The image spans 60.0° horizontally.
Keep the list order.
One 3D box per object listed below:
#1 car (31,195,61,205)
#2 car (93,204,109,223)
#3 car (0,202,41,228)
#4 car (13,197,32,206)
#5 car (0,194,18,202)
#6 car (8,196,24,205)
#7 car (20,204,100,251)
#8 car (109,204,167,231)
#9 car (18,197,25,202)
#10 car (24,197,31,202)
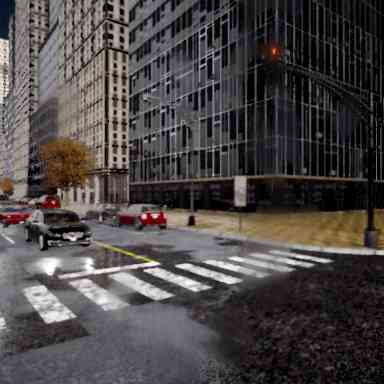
[{"bbox_3d":[-16.852,1.291,39.020,2.192,1.841,5.009,1,0,-36],"label":"car"},{"bbox_3d":[-6.668,1.559,25.379,2.008,1.369,4.403,1,0,-36],"label":"car"},{"bbox_3d":[-11.877,1.585,22.510,1.895,1.301,4.718,0,0,-36],"label":"car"},{"bbox_3d":[-26.961,1.485,52.717,2.008,1.369,4.403,1,0,-36],"label":"car"},{"bbox_3d":[-18.076,1.187,30.937,2.150,2.045,5.566,0,0,-36],"label":"car"},{"bbox_3d":[-30.432,1.443,57.421,1.752,1.417,4.829,1,0,-36],"label":"car"},{"bbox_3d":[-5.851,1.503,14.343,1.837,1.490,4.892,0,0,-36],"label":"car"},{"bbox_3d":[-3.271,1.457,20.829,1.967,1.590,4.097,1,0,-36],"label":"car"},{"bbox_3d":[-23.592,1.494,48.151,1.887,1.381,4.507,1,0,-36],"label":"car"},{"bbox_3d":[-20.324,1.488,43.722,1.752,1.417,4.829,1,0,-36],"label":"car"}]
